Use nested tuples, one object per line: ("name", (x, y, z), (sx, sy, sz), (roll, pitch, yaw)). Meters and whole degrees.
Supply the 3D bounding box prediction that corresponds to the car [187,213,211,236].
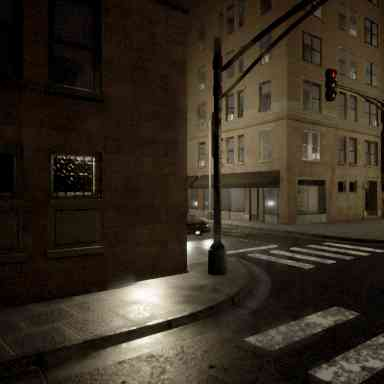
("car", (-1.276, 1.516, 17.772), (2.033, 1.411, 5.357), (0, 0, -36))
